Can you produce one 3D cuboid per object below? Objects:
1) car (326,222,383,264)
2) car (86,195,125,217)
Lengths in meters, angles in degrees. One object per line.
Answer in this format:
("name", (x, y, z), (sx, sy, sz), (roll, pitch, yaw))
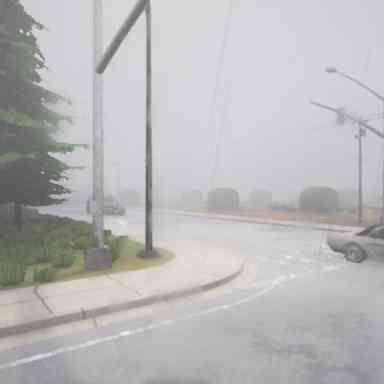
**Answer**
("car", (6.568, 1.611, 9.813), (1.895, 1.301, 4.718), (0, 0, -35))
("car", (-8.216, 1.336, 31.325), (2.150, 2.045, 5.566), (0, 2, -35))
